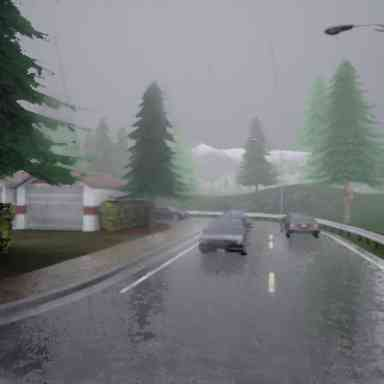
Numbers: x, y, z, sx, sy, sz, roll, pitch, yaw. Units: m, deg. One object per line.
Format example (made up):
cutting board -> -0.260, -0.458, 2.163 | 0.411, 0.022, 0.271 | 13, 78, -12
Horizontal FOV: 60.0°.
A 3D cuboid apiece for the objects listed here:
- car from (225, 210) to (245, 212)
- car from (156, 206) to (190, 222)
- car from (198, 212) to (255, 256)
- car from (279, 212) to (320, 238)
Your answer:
car -> 3.285, 2.026, 24.955 | 2.033, 1.411, 5.357 | 0, -1, -2
car -> -2.536, 2.151, 33.535 | 4.892, 1.490, 1.837 | -1, -1, 24
car -> 1.697, 1.831, 14.877 | 2.033, 1.411, 5.357 | 0, -1, 14
car -> 6.545, 1.947, 20.626 | 2.033, 1.411, 5.357 | 0, -1, 10
